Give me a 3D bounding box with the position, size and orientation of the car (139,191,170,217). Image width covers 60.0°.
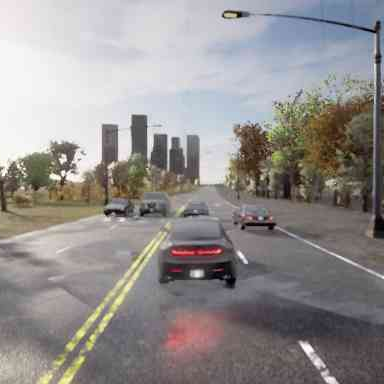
[{"bbox_3d":[-3.091,0.989,28.603,2.150,2.045,5.566,-1,1,1],"label":"car"}]

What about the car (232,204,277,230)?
[{"bbox_3d":[3.523,1.394,19.619,2.033,1.411,5.357,0,0,0],"label":"car"}]

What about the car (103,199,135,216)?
[{"bbox_3d":[-6.314,1.326,29.508,2.033,1.411,5.357,0,0,1],"label":"car"}]

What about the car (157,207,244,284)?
[{"bbox_3d":[0.129,1.428,9.394,1.837,1.490,4.892,-1,1,1],"label":"car"}]

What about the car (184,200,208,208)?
[{"bbox_3d":[0.322,1.352,26.584,1.994,1.385,4.181,-1,1,2],"label":"car"}]
